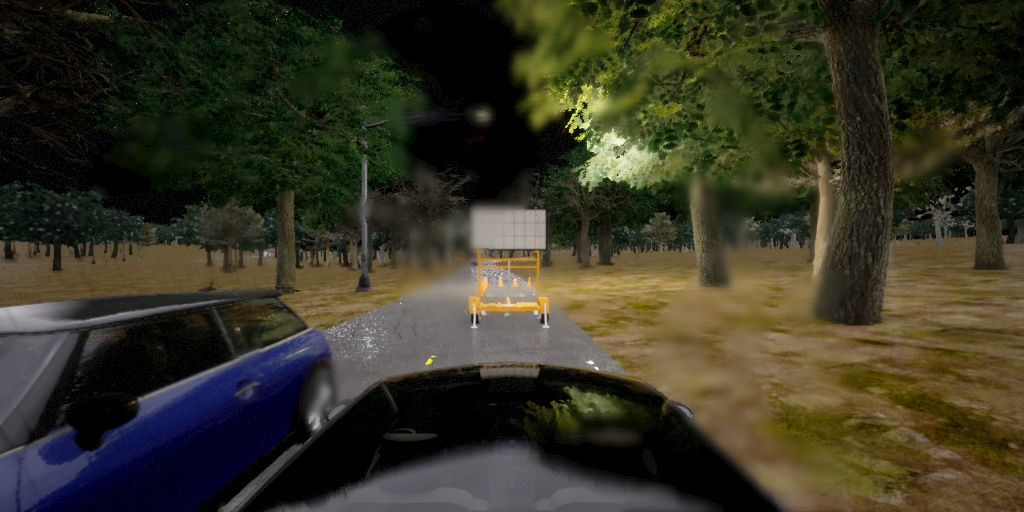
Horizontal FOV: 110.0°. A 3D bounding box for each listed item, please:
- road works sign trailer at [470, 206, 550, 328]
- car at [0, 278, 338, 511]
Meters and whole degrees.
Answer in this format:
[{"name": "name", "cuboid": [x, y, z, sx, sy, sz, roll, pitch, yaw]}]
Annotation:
[{"name": "road works sign trailer", "cuboid": [-0.093, 0.225, 11.424, 2.380, 3.560, 2.880, 0, 0, -2]}, {"name": "car", "cuboid": [-3.057, 1.103, 2.250, 2.097, 1.767, 4.553, 0, 0, -1]}]
